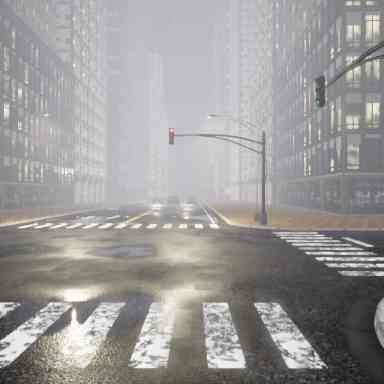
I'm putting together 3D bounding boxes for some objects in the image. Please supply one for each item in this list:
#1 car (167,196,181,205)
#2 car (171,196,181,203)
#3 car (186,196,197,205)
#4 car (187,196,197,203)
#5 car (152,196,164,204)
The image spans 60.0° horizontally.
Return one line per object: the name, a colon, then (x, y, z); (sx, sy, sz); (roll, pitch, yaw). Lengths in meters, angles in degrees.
car: (-3.296, 1.453, 60.060); (2.097, 1.767, 4.553); (0, 0, 0)
car: (-3.304, 1.565, 70.121); (1.895, 1.301, 4.718); (0, 0, 0)
car: (-0.046, 1.703, 60.537); (1.895, 1.301, 4.718); (0, 0, 0)
car: (-0.054, 1.541, 70.510); (1.994, 1.385, 4.181); (0, 0, 0)
car: (-6.550, 1.608, 64.255); (2.128, 1.511, 4.902); (0, 0, 0)
